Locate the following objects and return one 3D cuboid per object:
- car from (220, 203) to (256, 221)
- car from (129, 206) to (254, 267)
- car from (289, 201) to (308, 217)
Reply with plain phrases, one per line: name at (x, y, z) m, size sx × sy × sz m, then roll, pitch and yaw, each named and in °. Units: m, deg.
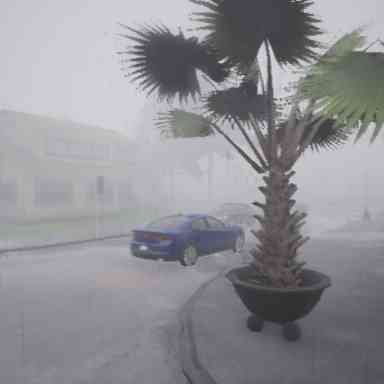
car at (2.563, 1.503, 21.907) m, size 2.128 × 1.511 × 4.902 m, roll 0°, pitch 0°, yaw 36°
car at (0.070, 1.484, 11.697) m, size 1.882 × 1.535 × 5.008 m, roll -1°, pitch 0°, yaw 37°
car at (9.407, 1.558, 31.426) m, size 2.033 × 1.411 × 5.357 m, roll 0°, pitch 0°, yaw 36°
